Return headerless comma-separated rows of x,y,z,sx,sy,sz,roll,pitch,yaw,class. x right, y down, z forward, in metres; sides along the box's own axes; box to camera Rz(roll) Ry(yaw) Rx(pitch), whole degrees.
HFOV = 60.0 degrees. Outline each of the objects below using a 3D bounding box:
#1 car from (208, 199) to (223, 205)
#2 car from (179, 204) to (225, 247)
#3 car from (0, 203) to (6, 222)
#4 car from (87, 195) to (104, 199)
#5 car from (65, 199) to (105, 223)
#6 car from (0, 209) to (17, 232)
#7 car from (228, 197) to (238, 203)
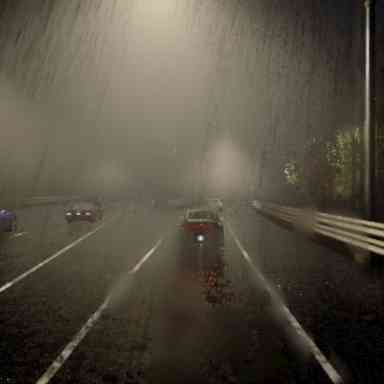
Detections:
3.138,1.687,44.223,1.812,1.442,4.674,0,-1,8,car
0.446,1.523,15.180,1.837,1.490,4.892,0,0,3,car
-14.592,1.496,22.414,1.895,1.301,4.718,0,0,-6,car
-13.687,1.230,47.026,2.097,1.767,4.553,0,0,-6,car
-7.772,1.480,24.452,2.033,1.411,5.357,0,0,-6,car
-10.423,1.276,16.314,2.097,1.767,4.553,0,0,-6,car
9.545,1.867,77.559,1.994,1.385,4.181,0,0,15,car
